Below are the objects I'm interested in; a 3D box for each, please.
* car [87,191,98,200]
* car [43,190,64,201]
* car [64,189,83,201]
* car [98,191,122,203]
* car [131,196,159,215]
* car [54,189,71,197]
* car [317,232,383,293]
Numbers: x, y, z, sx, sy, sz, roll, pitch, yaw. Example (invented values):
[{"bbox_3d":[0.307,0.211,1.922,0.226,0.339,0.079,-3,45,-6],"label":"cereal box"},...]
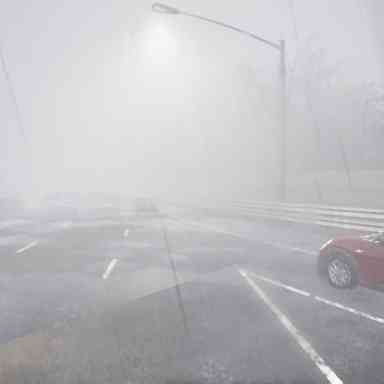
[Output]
[{"bbox_3d":[-16.860,0.584,57.981,1.882,1.535,5.008,-1,1,-34],"label":"car"},{"bbox_3d":[-23.116,0.666,54.674,2.128,1.511,4.902,-1,1,-34],"label":"car"},{"bbox_3d":[-20.151,0.685,56.534,2.033,1.411,5.357,-1,1,-34],"label":"car"},{"bbox_3d":[-11.716,0.782,48.549,2.033,1.411,5.357,-1,1,-29],"label":"car"},{"bbox_3d":[-4.067,1.058,28.445,2.033,1.411,5.357,3,2,-16],"label":"car"},{"bbox_3d":[-28.948,0.232,74.087,2.097,1.767,4.553,-1,1,-42],"label":"car"},{"bbox_3d":[4.722,1.226,6.411,2.097,1.767,4.553,-1,1,-29],"label":"car"}]
